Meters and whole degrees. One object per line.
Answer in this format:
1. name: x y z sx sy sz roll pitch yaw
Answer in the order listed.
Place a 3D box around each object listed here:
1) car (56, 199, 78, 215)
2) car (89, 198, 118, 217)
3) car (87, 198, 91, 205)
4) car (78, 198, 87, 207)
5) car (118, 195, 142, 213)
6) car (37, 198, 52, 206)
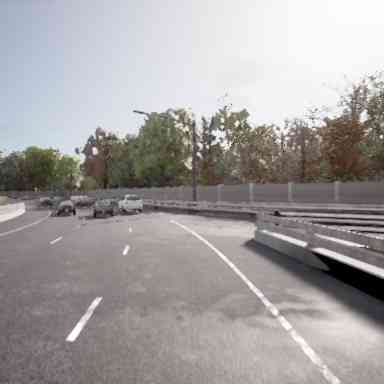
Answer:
1. car: -13.844 1.732 36.816 1.812 1.442 4.674 0 0 -20
2. car: -9.097 1.661 33.790 2.128 1.511 4.902 0 0 -18
3. car: -19.934 1.825 63.505 2.128 1.511 4.902 0 0 -35
4. car: -20.073 1.914 57.457 1.895 1.301 4.718 0 0 -32
5. car: -7.499 1.403 39.937 2.150 2.045 5.566 0 0 -21
6. car: -27.487 1.876 62.017 1.837 1.490 4.892 1 -1 -37
